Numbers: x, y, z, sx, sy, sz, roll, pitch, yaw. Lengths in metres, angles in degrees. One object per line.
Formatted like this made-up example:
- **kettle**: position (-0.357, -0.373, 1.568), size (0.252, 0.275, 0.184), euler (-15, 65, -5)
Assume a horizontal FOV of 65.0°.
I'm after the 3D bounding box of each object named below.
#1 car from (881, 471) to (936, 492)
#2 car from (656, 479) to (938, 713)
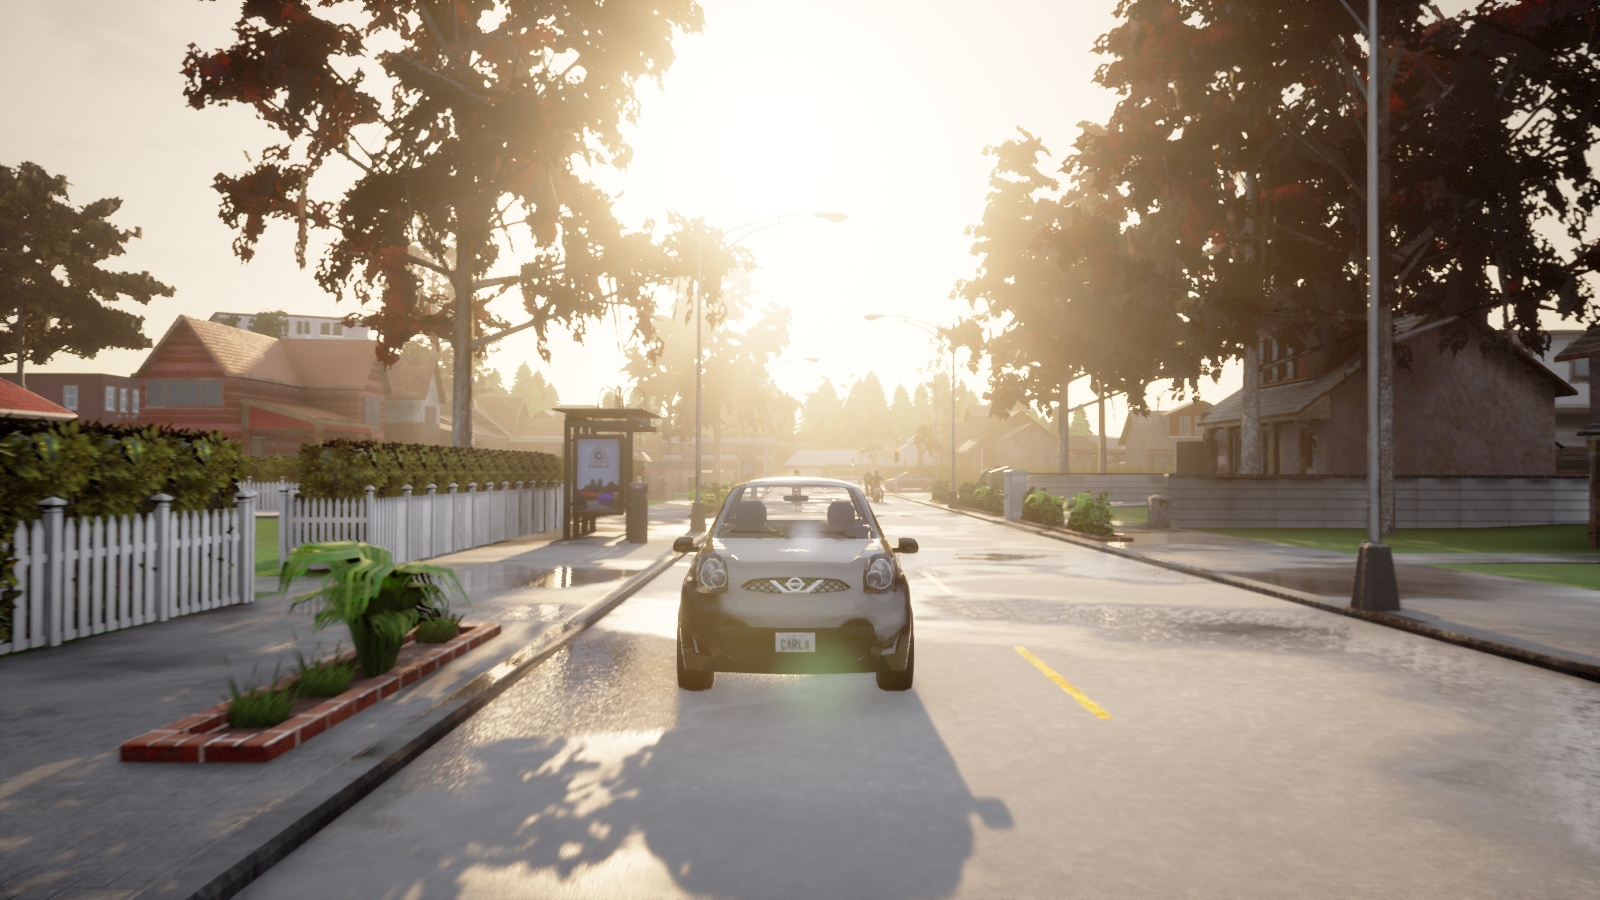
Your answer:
- **car**: position (8.055, 2.325, 93.460), size (3.705, 1.549, 1.789), euler (0, -1, -10)
- **car**: position (-0.025, 0.997, 10.052), size (1.845, 1.501, 3.633), euler (0, -1, 0)
